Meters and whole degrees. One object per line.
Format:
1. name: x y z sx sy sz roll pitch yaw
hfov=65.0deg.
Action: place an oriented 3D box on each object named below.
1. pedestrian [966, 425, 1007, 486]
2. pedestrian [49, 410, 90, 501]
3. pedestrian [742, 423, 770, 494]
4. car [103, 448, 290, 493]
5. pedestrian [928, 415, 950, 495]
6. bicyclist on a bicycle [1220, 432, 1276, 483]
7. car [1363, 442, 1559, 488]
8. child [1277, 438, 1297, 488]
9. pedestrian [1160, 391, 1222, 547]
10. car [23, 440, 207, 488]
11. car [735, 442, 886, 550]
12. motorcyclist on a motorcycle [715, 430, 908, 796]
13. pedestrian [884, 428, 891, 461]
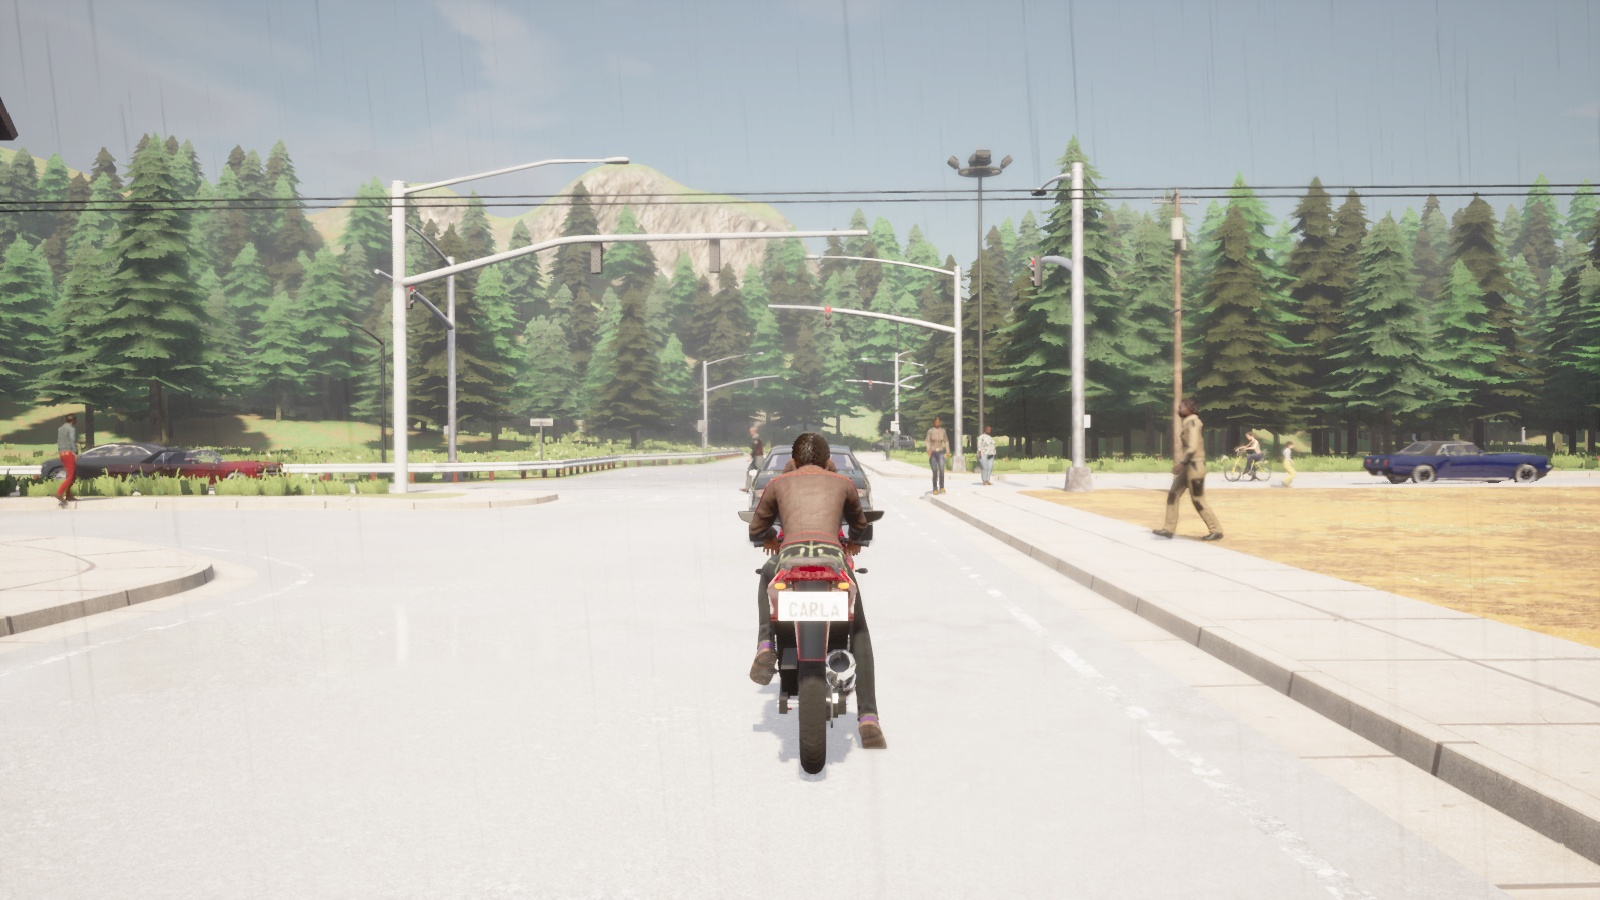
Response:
1. pedestrian: 5.746 0.162 38.668 0.874 1.855 0.900 -1 1 -36
2. pedestrian: -14.993 0.113 25.777 0.353 1.847 0.614 0 1 35
3. pedestrian: -1.159 0.232 33.049 0.720 1.854 0.376 0 1 -1
4. car: -18.043 0.596 37.681 4.718 1.301 1.895 0 1 1
5. pedestrian: 3.172 0.114 28.680 0.328 1.805 0.869 0 1 -5
6. bicyclist on a bicycle: 14.380 0.245 40.329 1.509 1.612 0.866 0 1 2
7. car: 19.244 0.420 36.707 4.718 1.301 1.895 0 1 1
8. child: 12.466 0.328 32.136 0.437 1.263 0.270 0 1 11
9. pedestrian: 4.911 0.233 15.792 0.692 1.930 0.396 0 1 8
10. car: -22.450 0.438 41.284 4.902 1.511 2.128 0 1 2
11. car: 0.165 0.601 19.547 2.033 1.411 5.357 0 1 1
12. motorcyclist on a motorcycle: 0.057 0.671 6.254 0.797 1.523 2.044 0 1 0
13. pedestrian: 4.873 -0.300 69.763 0.353 1.847 0.614 0 1 4
